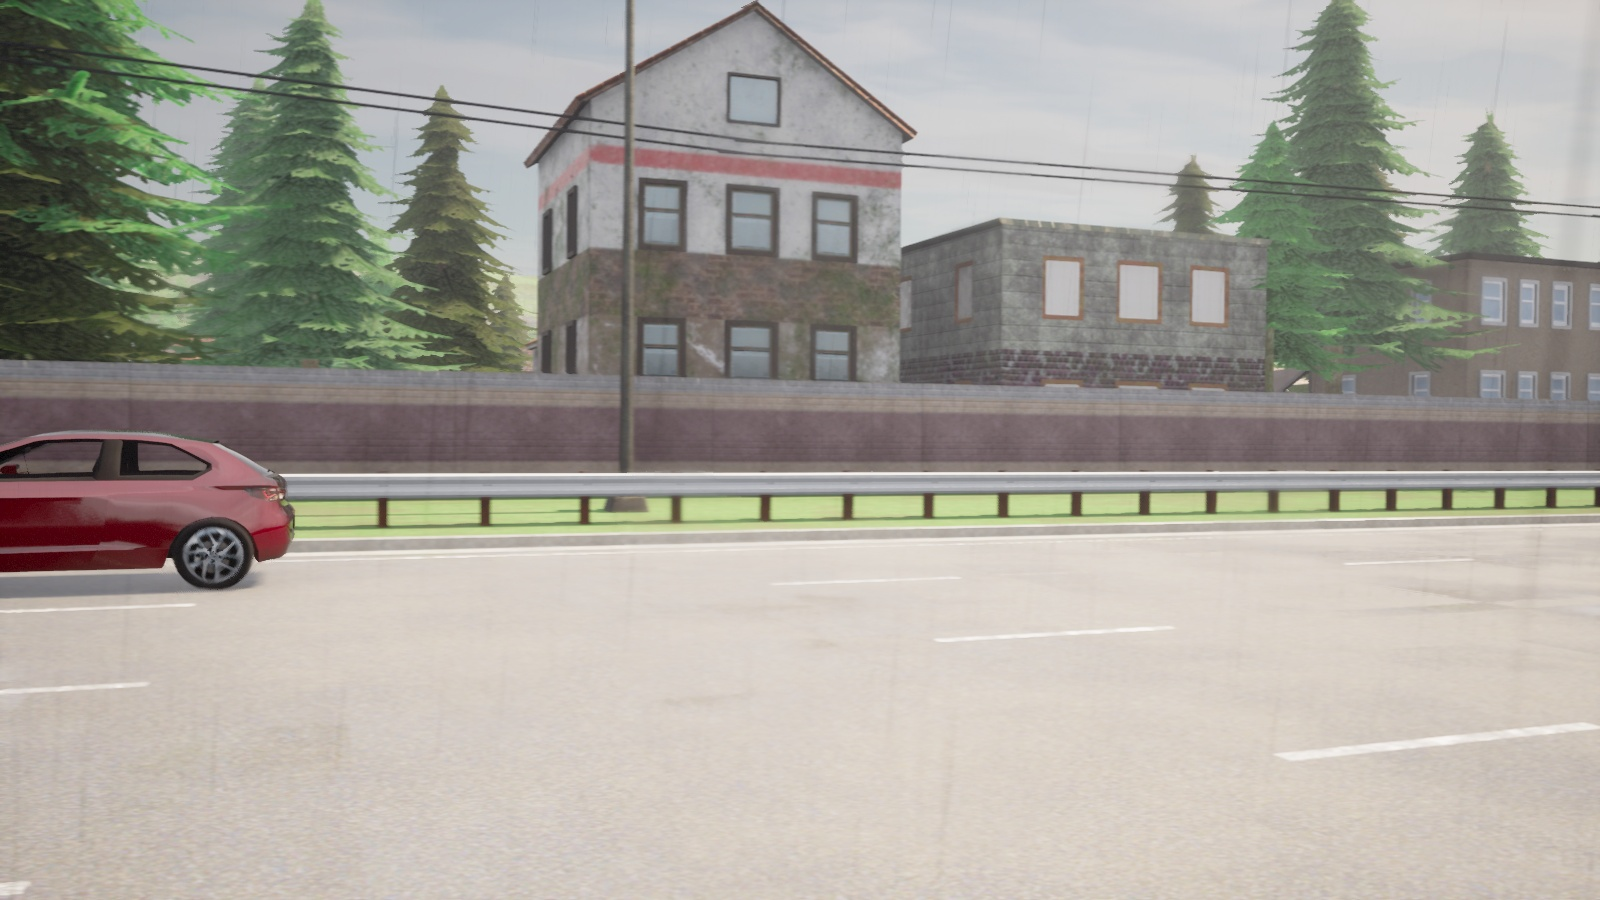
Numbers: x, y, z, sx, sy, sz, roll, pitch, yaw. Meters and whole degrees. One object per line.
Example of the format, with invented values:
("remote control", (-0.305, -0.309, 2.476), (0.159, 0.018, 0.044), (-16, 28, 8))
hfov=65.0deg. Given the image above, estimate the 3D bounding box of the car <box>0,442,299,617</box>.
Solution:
("car", (-6.999, 0.695, 11.813), (4.193, 1.474, 1.816), (-1, 1, -21))
